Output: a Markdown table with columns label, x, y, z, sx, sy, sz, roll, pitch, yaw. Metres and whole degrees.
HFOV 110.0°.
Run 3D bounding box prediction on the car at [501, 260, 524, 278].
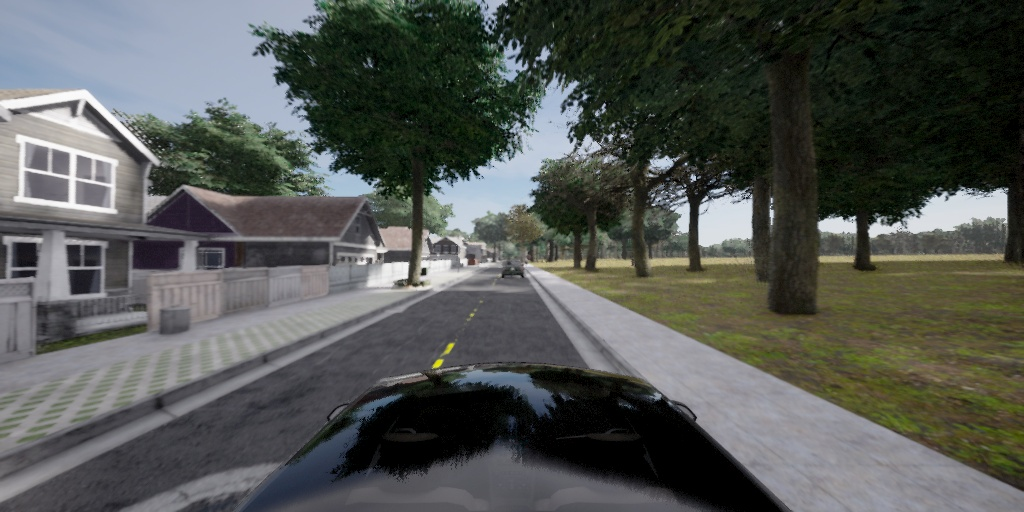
| label | x | y | z | sx | sy | sz | roll | pitch | yaw |
| --- | --- | --- | --- | --- | --- | --- | --- | --- | --- |
| car | 0.084 | 1.174 | 34.619 | 2.097 | 1.767 | 4.553 | 0 | 0 | 0 |
